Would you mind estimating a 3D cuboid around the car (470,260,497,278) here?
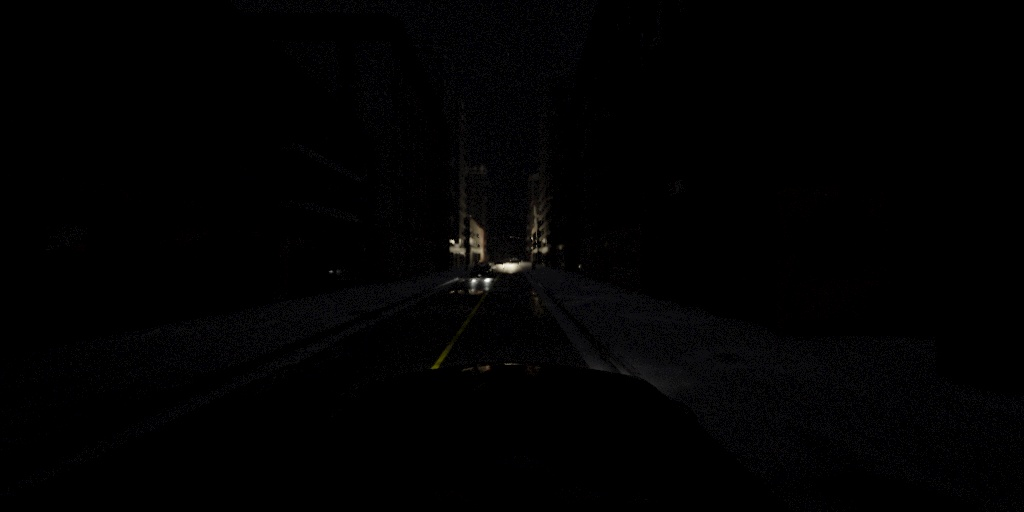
[{"bbox_3d":[-2.854,1.331,34.262,2.033,1.411,5.357,0,0,0],"label":"car"}]
